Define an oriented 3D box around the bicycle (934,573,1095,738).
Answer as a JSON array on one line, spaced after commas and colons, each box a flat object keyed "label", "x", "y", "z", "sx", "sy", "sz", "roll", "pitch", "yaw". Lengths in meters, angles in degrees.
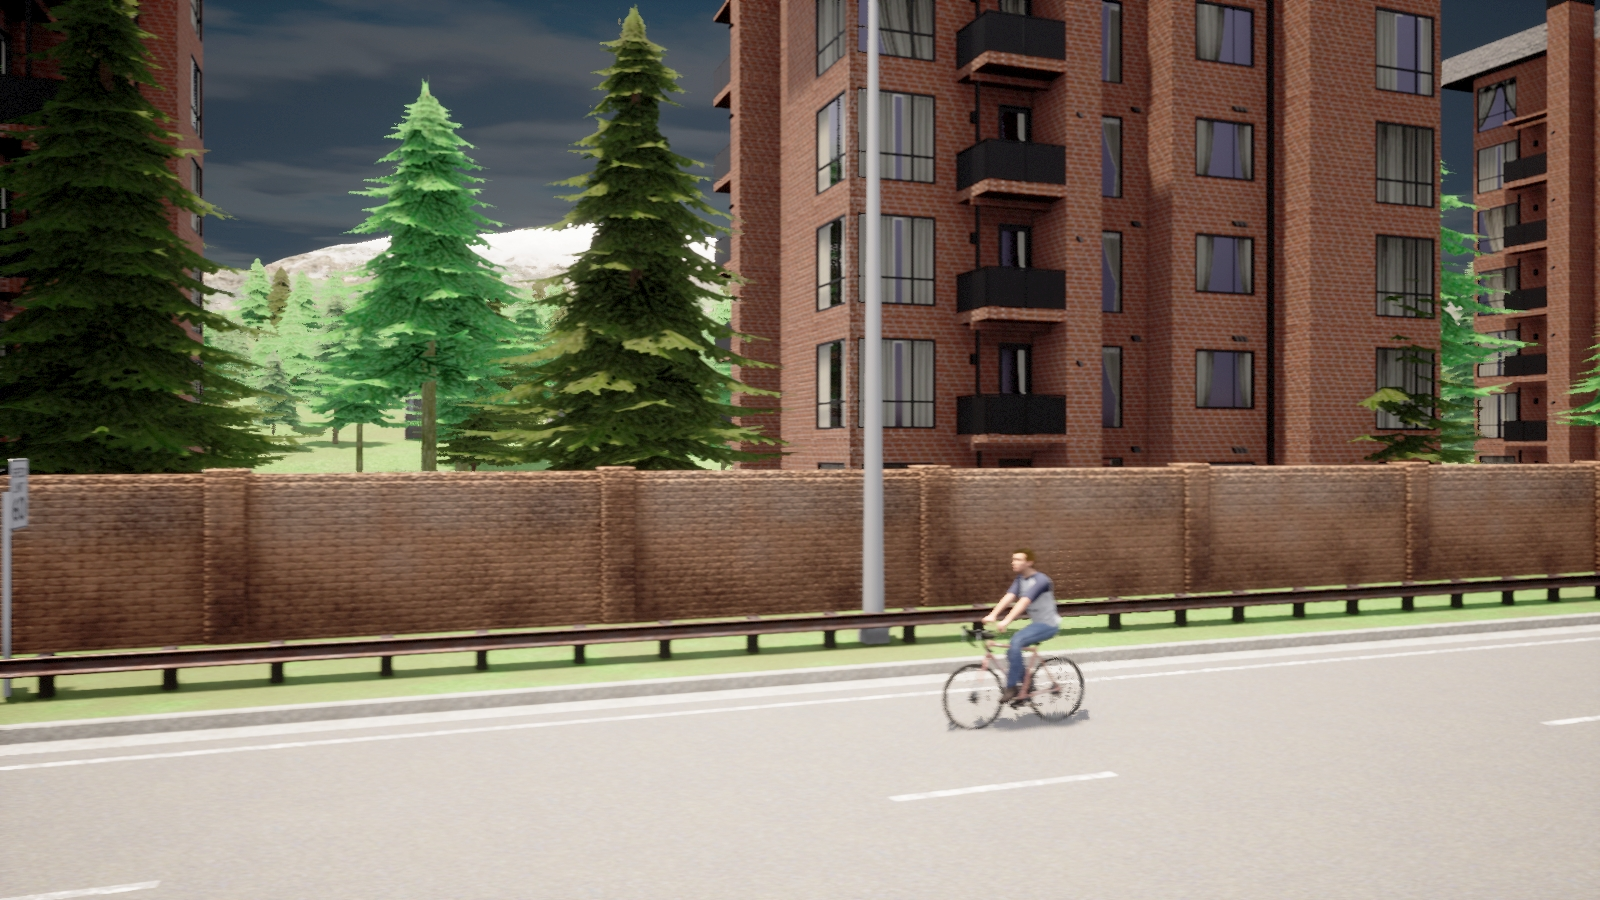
[{"label": "bicycle", "x": 2.187, "y": 2.051, "z": 11.597, "sx": 1.643, "sy": 1.496, "sz": 0.373, "roll": 0, "pitch": 0, "yaw": -20}]
